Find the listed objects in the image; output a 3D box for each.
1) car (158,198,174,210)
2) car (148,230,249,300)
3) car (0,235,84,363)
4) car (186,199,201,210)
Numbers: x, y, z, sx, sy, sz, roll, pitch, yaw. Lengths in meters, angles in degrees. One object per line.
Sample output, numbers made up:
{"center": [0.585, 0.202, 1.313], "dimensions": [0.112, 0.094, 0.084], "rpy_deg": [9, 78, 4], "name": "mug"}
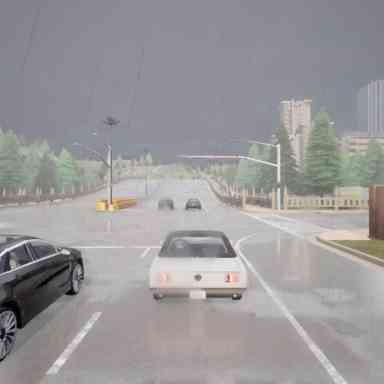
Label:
{"center": [-3.322, 1.505, 43.709], "dimensions": [1.837, 1.490, 4.892], "rpy_deg": [0, 0, 0], "name": "car"}
{"center": [0.114, 1.601, 8.331], "dimensions": [1.895, 1.301, 4.718], "rpy_deg": [0, 0, 0], "name": "car"}
{"center": [-3.389, 1.492, 5.796], "dimensions": [2.128, 1.511, 4.902], "rpy_deg": [0, 0, 0], "name": "car"}
{"center": [0.180, 1.564, 43.868], "dimensions": [1.994, 1.385, 4.181], "rpy_deg": [0, 0, 0], "name": "car"}
